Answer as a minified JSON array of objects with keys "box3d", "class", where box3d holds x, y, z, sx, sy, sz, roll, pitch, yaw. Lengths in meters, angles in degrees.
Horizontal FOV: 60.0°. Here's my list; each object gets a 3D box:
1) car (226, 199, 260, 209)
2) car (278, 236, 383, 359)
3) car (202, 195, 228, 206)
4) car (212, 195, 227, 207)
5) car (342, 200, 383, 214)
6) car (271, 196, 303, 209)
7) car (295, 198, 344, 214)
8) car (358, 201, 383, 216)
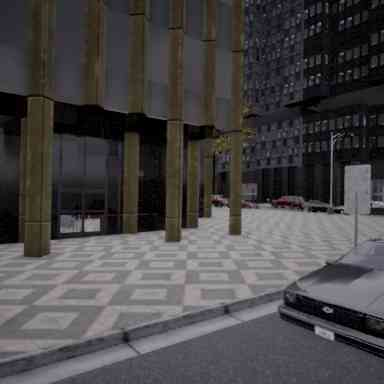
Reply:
[{"box3d":[6.808,1.569,42.823,1.802,1.307,4.206,1,-1,-35],"class":"car"},{"box3d":[3.977,1.551,6.112,5.357,1.411,2.033,0,0,-36],"class":"car"},{"box3d":[4.194,1.509,61.253,2.192,1.841,5.009,1,-1,-35],"class":"car"},{"box3d":[3.624,1.310,47.323,2.192,1.841,5.009,1,-1,-35],"class":"car"},{"box3d":[20.135,1.706,38.766,2.008,1.369,4.403,1,-1,-35],"class":"car"},{"box3d":[13.761,1.485,47.763,2.192,1.841,5.009,1,-1,-35],"class":"car"},{"box3d":[13.187,1.538,33.829,1.947,1.339,4.313,1,-1,-35],"class":"car"},{"box3d":[16.376,1.516,29.332,2.008,1.369,4.403,1,-1,-35],"class":"car"}]
